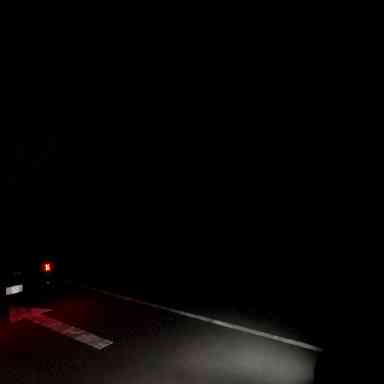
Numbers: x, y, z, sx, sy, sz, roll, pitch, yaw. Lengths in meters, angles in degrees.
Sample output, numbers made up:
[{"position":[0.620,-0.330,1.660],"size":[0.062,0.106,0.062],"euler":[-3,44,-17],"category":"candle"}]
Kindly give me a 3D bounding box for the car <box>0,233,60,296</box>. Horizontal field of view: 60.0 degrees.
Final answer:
[{"position":[-5.231,1.601,7.732],"size":[4.718,1.301,1.895],"euler":[0,0,36],"category":"car"}]

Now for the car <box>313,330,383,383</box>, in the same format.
[{"position":[3.061,1.526,1.733],"size":[4.674,1.442,1.812],"euler":[0,0,36],"category":"car"}]
